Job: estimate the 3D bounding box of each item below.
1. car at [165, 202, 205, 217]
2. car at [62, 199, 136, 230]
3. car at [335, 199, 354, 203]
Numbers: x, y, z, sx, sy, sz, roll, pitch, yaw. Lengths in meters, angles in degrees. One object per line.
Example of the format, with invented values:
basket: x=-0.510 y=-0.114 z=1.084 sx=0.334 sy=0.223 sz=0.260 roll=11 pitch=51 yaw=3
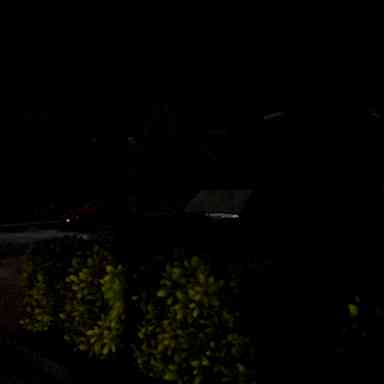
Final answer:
car: x=-0.570 y=1.802 z=32.244 sx=1.837 sy=1.490 sz=4.892 roll=-1 pitch=0 yaw=37
car: x=-6.526 y=1.519 z=24.044 sx=2.150 sy=2.045 sz=5.566 roll=0 pitch=0 yaw=36
car: x=24.442 y=1.805 z=53.525 sx=4.181 sy=1.385 sz=1.994 roll=0 pitch=0 yaw=-39
